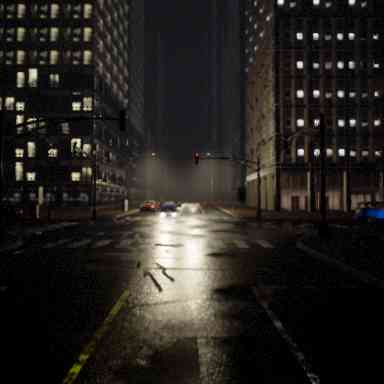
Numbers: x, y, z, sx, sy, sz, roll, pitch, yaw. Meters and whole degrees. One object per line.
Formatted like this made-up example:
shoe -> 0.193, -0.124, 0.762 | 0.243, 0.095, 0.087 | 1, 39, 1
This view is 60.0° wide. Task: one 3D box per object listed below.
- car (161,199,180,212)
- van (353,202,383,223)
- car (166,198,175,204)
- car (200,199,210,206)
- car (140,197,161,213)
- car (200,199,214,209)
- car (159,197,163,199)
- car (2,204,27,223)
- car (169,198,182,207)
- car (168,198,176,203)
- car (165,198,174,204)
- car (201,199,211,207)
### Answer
car -> -3.081, 2.010, 44.764 | 1.895, 1.301, 4.718 | 0, -1, 0
van -> 15.985, 1.712, 28.301 | 3.998, 1.788, 1.690 | 0, -2, 0
car -> -5.670, 2.359, 88.392 | 2.008, 1.369, 4.403 | 1, -1, 0
car -> 2.709, 2.221, 71.735 | 1.947, 1.339, 4.313 | 1, -1, 0
car -> -5.671, 1.840, 43.793 | 1.967, 1.590, 4.097 | 1, -1, 0
car -> 2.707, 2.084, 55.003 | 1.802, 1.307, 4.206 | 1, -1, 0
car -> -5.668, 1.817, 54.944 | 2.192, 1.841, 5.009 | 1, -1, 0
car -> -16.489, 1.758, 28.374 | 4.097, 1.590, 1.967 | 0, -2, 0
car -> -3.024, 1.912, 61.313 | 2.097, 1.767, 4.553 | 0, -1, 0
car -> -5.670, 2.404, 93.967 | 1.887, 1.381, 4.507 | 1, -1, 0
car -> -5.671, 2.302, 82.817 | 1.887, 1.381, 4.507 | 1, -1, 0
car -> 2.709, 2.131, 66.329 | 1.752, 1.417, 4.829 | 1, -1, 0
